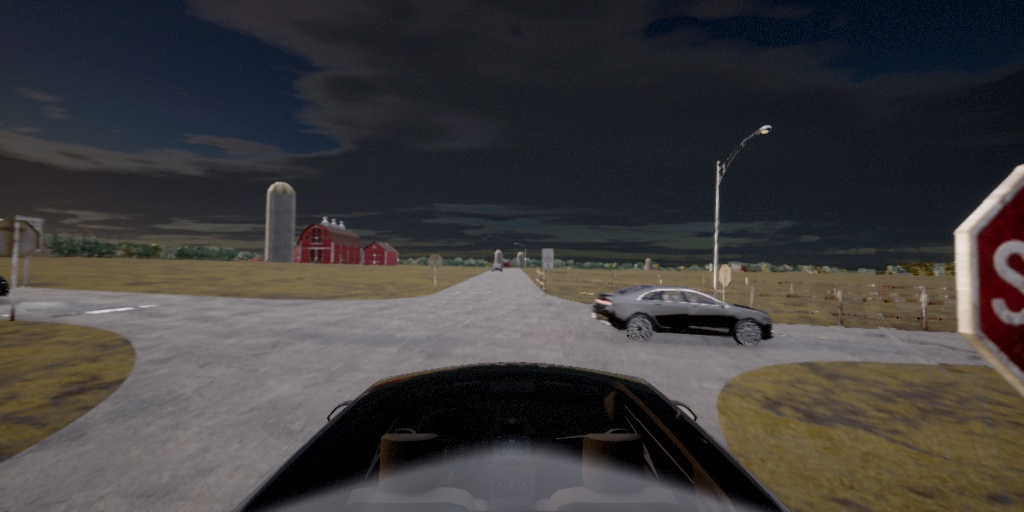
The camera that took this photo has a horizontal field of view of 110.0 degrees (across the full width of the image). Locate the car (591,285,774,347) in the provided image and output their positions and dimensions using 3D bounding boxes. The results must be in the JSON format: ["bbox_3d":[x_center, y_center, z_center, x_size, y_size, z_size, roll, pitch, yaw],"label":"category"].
[{"bbox_3d":[4.784,1.614,10.354,4.902,1.511,2.128,3,-2,0],"label":"car"}]

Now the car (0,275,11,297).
[{"bbox_3d":[-17.644,0.574,10.293,4.892,1.490,1.837,3,-2,0],"label":"car"}]

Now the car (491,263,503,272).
[{"bbox_3d":[-2.557,1.996,62.232,1.837,1.490,4.892,0,-1,0],"label":"car"}]
